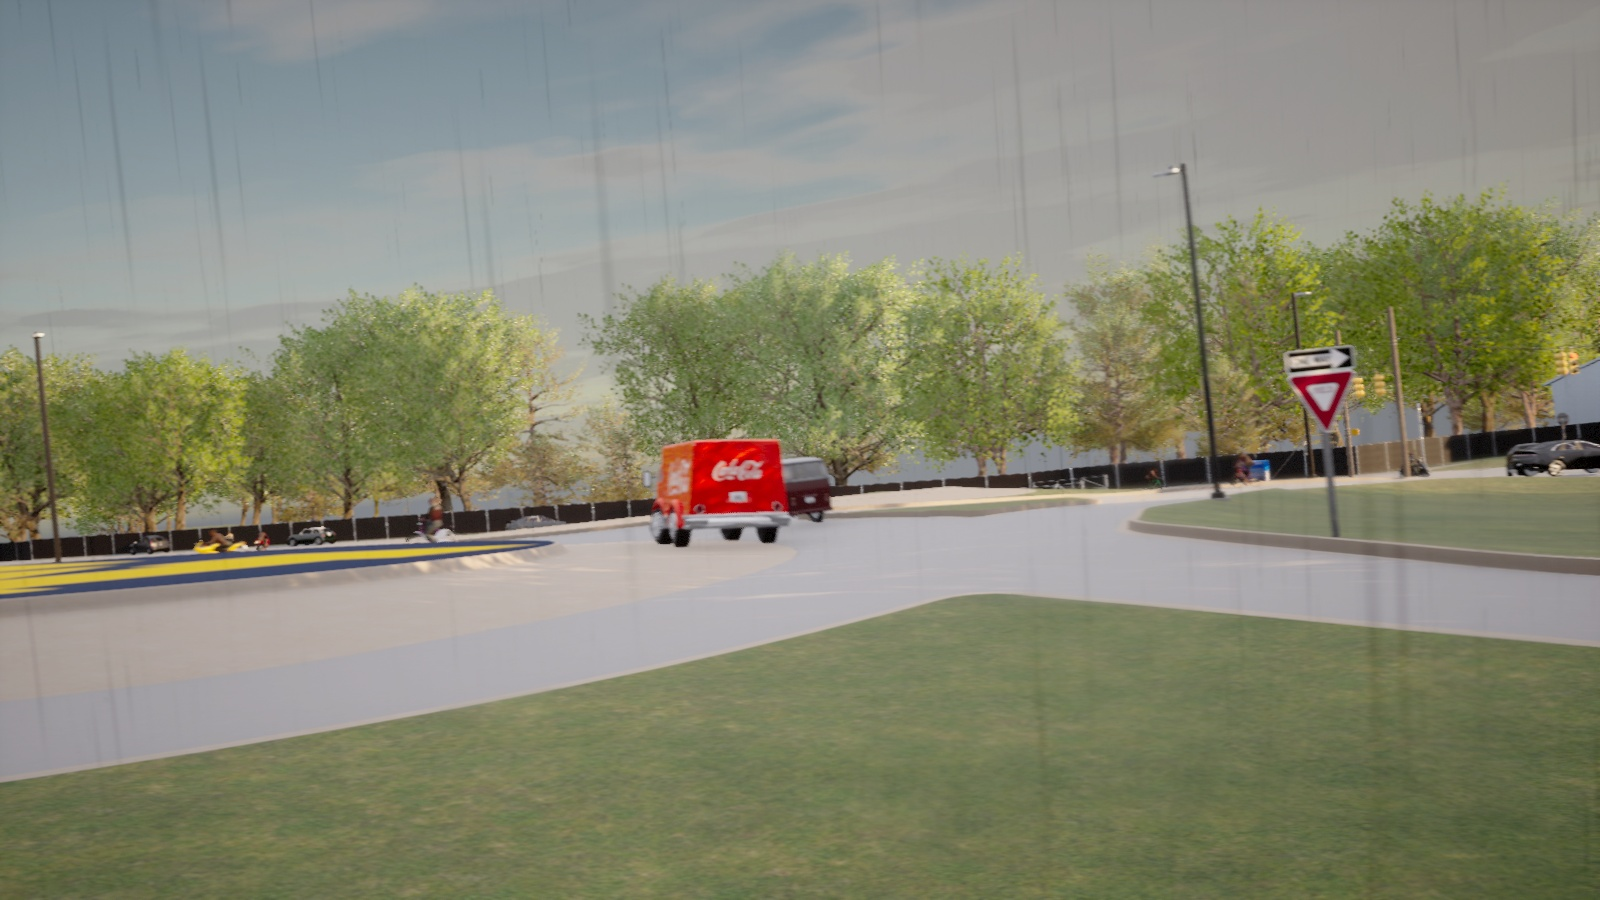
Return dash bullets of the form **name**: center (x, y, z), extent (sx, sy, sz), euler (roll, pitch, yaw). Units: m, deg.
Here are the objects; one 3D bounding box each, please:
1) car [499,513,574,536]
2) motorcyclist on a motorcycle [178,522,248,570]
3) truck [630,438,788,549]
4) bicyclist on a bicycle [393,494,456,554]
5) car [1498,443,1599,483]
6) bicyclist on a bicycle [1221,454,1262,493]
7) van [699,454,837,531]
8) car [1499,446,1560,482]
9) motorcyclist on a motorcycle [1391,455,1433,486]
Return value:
- **car**: center (-19.107, 5.382, 91.117), extent (4.902, 1.511, 2.128), euler (0, -4, -30)
- **motorcyclist on a motorcycle**: center (-21.232, 3.457, 45.435), extent (2.044, 1.523, 0.797), euler (-4, 0, -7)
- **truck**: center (-2.373, 1.075, 30.937), extent (2.627, 2.467, 5.204), euler (0, -2, -19)
- **bicyclist on a bicycle**: center (-11.926, 2.345, 39.841), extent (1.843, 1.776, 0.659), euler (-5, -3, 23)
- **car**: center (32.784, 0.536, 53.531), extent (4.902, 1.511, 2.128), euler (-2, -1, -6)
- **bicyclist on a bicycle**: center (19.303, 1.031, 54.883), extent (1.656, 1.620, 0.582), euler (-3, -1, -26)
- **van**: center (-1.035, 1.310, 37.692), extent (1.775, 1.987, 4.442), euler (-5, -1, -36)
- **car**: center (35.828, 0.727, 61.780), extent (1.789, 1.549, 3.705), euler (-6, -4, 20)
- **motorcyclist on a motorcycle**: center (34.396, 1.143, 70.587), extent (0.866, 1.590, 1.817), euler (-6, 1, -34)
